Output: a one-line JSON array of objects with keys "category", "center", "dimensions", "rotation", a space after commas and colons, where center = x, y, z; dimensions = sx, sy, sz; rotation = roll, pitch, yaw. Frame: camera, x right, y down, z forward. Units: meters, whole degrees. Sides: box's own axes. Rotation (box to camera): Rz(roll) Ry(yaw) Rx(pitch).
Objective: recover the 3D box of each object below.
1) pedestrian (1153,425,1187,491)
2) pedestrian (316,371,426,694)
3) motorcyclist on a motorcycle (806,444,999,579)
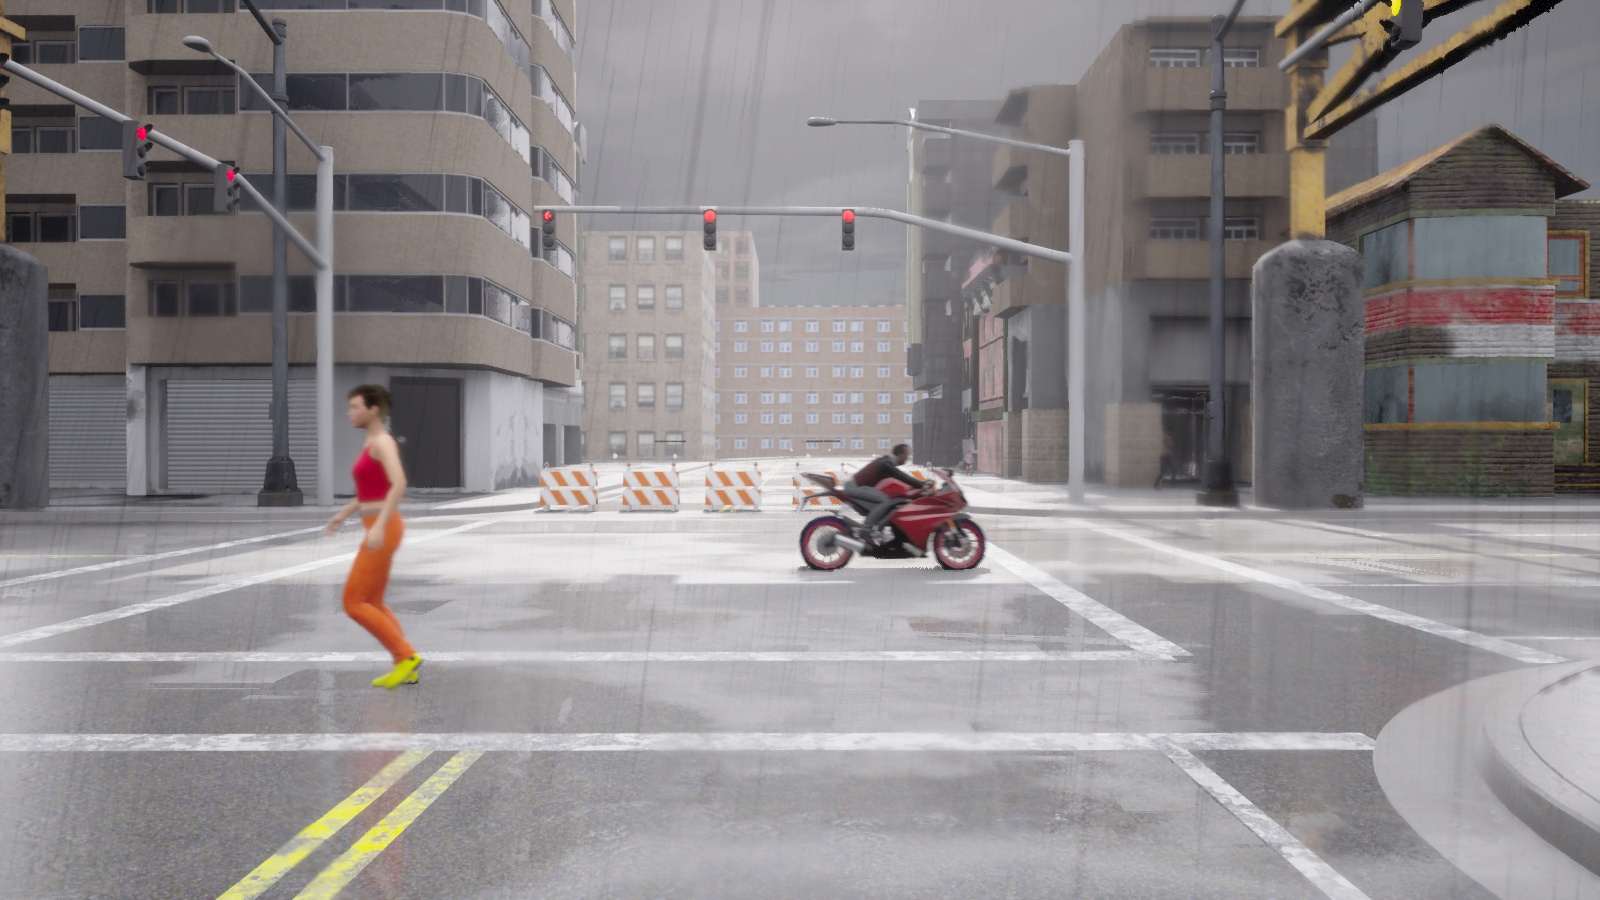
[{"category": "pedestrian", "center": [10.292, 0.222, 34.972], "dimensions": [0.328, 1.805, 0.869], "rotation": [0, 0, -39]}, {"category": "pedestrian", "center": [-2.522, 0.467, 7.382], "dimensions": [0.594, 1.836, 0.345], "rotation": [0, 0, -21]}, {"category": "motorcyclist on a motorcycle", "center": [1.169, 0.699, 14.740], "dimensions": [2.191, 1.530, 0.866], "rotation": [0, 0, 0]}]
